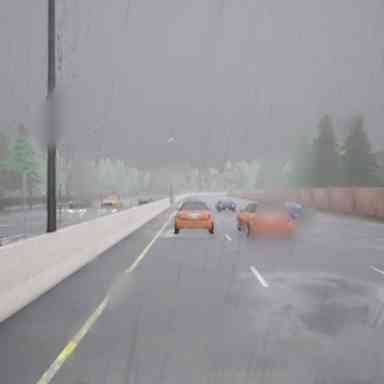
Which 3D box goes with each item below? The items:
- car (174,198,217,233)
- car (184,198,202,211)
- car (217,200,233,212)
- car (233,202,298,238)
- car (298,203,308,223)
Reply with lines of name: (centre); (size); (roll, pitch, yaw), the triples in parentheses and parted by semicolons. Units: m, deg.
car: (0.112, 1.286, 19.148); (2.097, 1.767, 4.553); (0, 0, 0)
car: (0.126, 1.431, 38.516); (1.994, 1.385, 4.181); (0, 0, 0)
car: (3.616, 1.475, 36.588); (1.895, 1.301, 4.718); (0, 0, 0)
car: (3.611, 1.292, 17.260); (2.097, 1.767, 4.553); (0, 0, 0)
car: (7.102, 1.440, 24.669); (1.812, 1.442, 4.674); (0, 0, 0)
